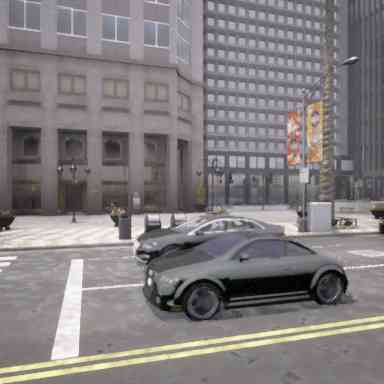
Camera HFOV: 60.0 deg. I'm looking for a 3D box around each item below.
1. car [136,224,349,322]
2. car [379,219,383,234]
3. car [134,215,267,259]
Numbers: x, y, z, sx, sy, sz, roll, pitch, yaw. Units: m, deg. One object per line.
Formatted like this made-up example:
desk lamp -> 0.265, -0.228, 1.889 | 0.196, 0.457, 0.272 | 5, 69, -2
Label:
car -> 1.098, 1.563, 7.028 | 4.181, 1.385, 1.994 | 0, 0, -17
car -> 12.043, 1.509, 17.217 | 4.786, 1.482, 2.161 | 0, 0, -17
car -> 0.652, 1.491, 10.551 | 4.902, 1.511, 2.128 | 0, 0, -17
